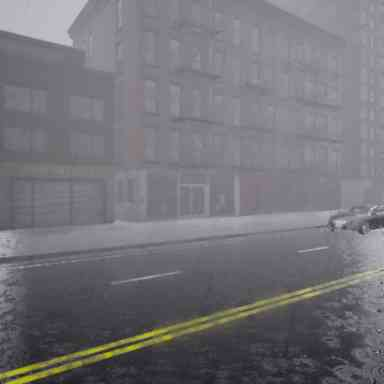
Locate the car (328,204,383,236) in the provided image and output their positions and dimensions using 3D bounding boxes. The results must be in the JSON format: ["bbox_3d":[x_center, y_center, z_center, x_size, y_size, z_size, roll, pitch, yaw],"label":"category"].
[{"bbox_3d":[9.495,1.453,18.435,4.902,1.511,2.128,0,0,-35],"label":"car"}]
